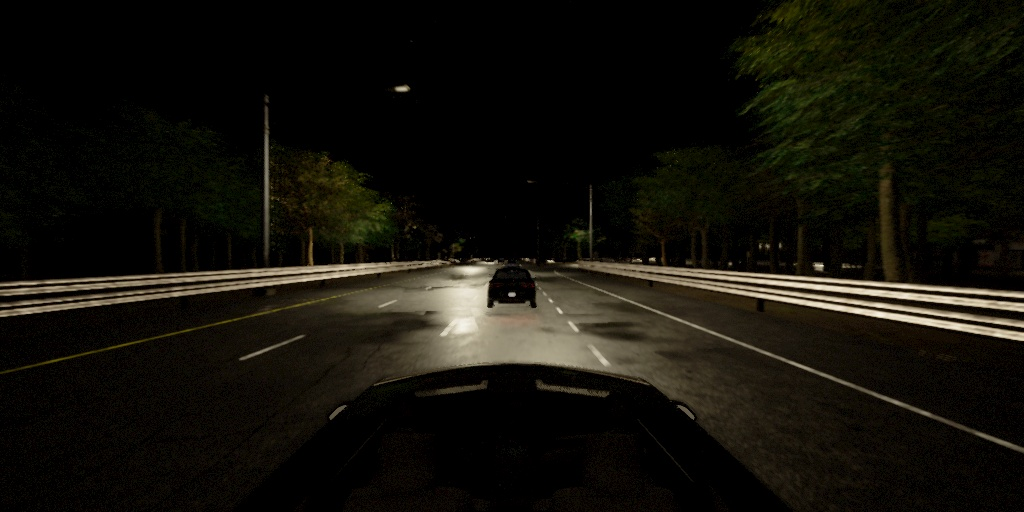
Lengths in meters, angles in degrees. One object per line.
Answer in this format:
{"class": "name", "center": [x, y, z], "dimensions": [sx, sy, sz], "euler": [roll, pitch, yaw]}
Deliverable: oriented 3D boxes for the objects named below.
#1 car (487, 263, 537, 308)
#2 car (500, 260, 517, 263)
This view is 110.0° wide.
{"class": "car", "center": [-0.002, 1.250, 15.480], "dimensions": [1.882, 1.535, 5.008], "euler": [0, 0, 0]}
{"class": "car", "center": [-0.003, 1.370, 36.601], "dimensions": [1.994, 1.385, 4.181], "euler": [0, 0, 0]}
